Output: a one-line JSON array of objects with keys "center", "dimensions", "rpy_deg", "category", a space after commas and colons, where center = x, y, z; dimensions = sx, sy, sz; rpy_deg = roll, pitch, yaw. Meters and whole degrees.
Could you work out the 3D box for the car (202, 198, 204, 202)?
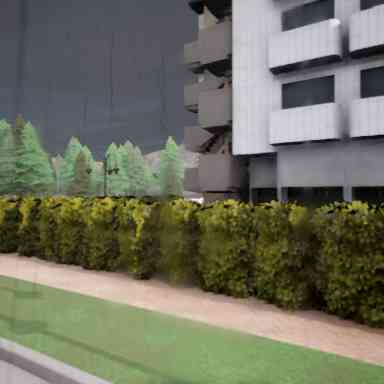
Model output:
[{"center": [3.407, 1.265, 41.501], "dimensions": [2.150, 2.045, 5.566], "rpy_deg": [0, 0, 35], "category": "car"}]
